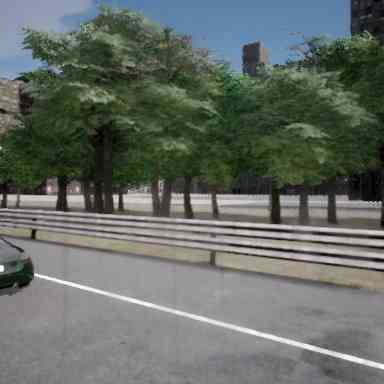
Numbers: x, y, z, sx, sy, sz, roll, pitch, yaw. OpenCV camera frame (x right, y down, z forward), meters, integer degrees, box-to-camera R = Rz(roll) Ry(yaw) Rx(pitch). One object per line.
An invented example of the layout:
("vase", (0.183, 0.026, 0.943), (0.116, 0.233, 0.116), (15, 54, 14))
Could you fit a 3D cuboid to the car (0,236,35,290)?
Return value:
("car", (-5.671, 1.564, 7.998), (4.181, 1.385, 1.994), (0, 0, 35))
